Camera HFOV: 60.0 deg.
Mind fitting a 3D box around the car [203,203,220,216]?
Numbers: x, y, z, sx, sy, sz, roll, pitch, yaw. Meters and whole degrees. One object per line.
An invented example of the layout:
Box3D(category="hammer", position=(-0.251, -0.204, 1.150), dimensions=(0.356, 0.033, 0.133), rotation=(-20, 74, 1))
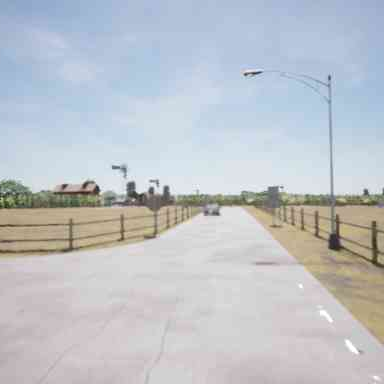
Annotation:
Box3D(category="car", position=(2.467, 2.135, 40.526), dimensions=(2.128, 1.511, 4.902), rotation=(-1, -1, 7))
